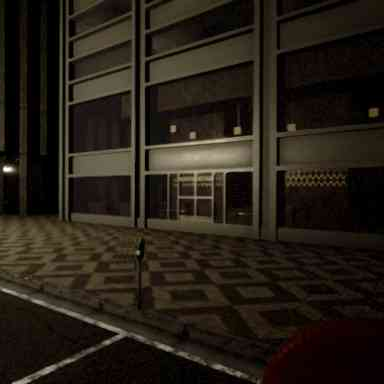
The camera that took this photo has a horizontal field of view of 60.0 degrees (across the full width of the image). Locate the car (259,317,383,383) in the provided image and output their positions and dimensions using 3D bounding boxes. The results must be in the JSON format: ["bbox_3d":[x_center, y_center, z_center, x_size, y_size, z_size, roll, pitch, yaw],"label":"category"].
[{"bbox_3d":[2.601,1.325,1.110,5.009,1.841,2.192,0,0,35],"label":"car"}]
